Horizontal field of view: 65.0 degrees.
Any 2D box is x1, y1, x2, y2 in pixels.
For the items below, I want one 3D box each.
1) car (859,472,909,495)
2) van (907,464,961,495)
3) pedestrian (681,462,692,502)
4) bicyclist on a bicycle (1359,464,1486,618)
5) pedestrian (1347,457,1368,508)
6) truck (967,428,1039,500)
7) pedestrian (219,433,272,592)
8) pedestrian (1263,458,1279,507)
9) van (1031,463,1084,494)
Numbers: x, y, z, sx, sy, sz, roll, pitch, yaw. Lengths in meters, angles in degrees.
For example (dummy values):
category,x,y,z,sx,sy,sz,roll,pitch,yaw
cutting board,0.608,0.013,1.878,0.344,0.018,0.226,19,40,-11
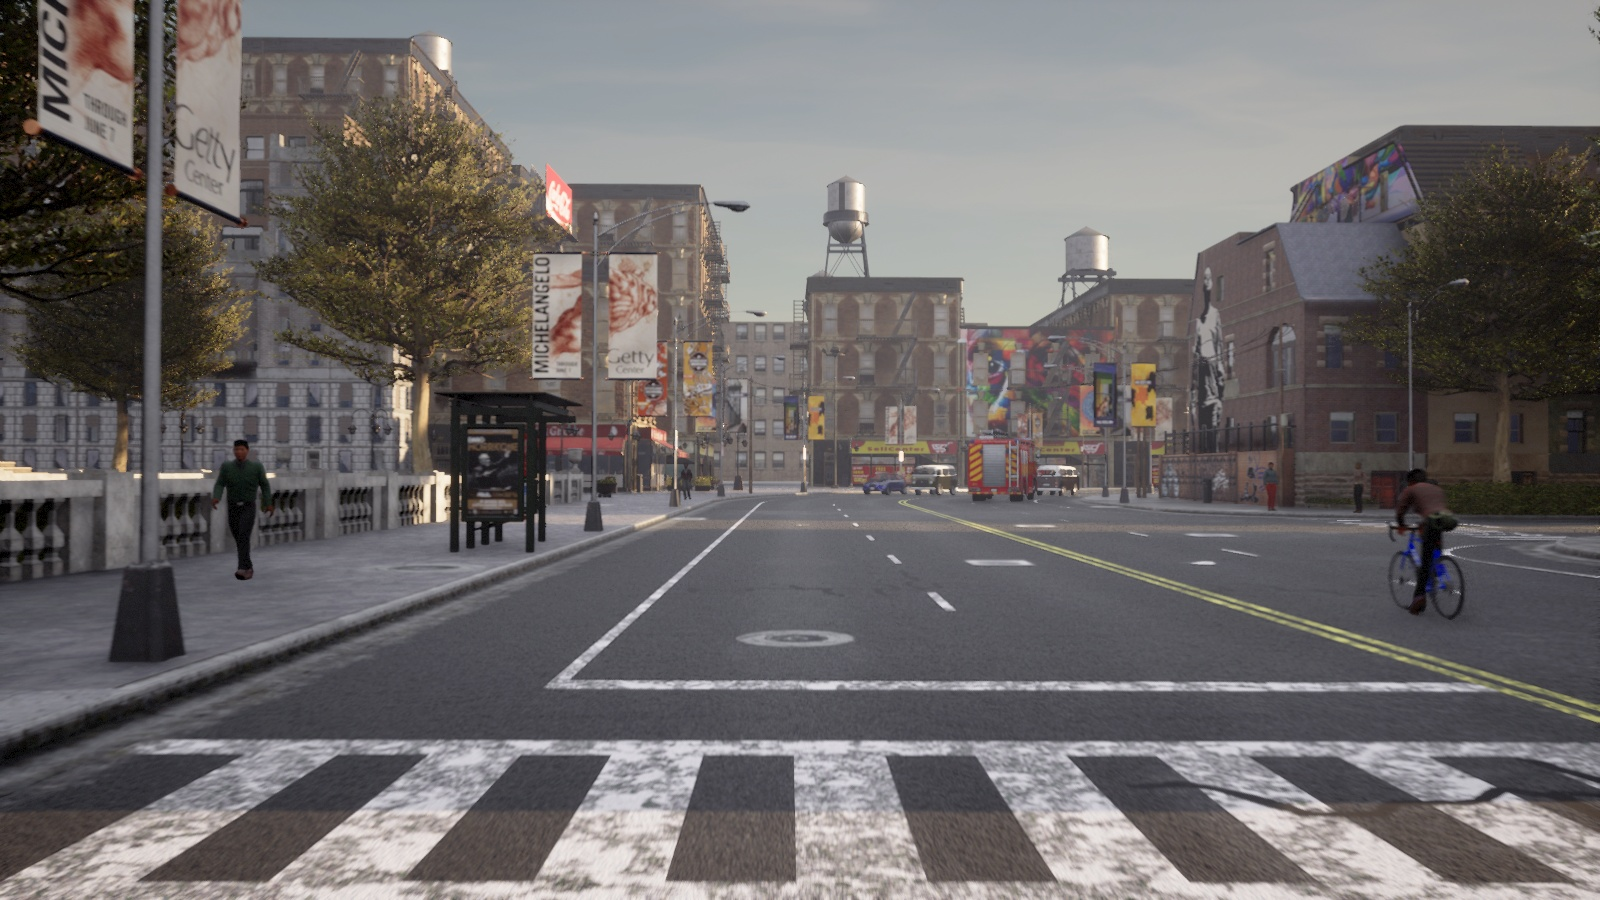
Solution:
category,x,y,z,sx,sy,sz,roll,pitch,yaw
car,5.747,2.266,85.216,1.816,1.474,4.193,-1,-1,28
van,8.981,1.939,83.851,2.069,2.038,4.480,-1,-1,28
pedestrian,-5.511,1.539,61.004,0.402,1.930,0.666,0,-1,2
bicyclist on a bicycle,6.966,0.983,14.140,0.582,1.620,1.656,0,-1,0
pedestrian,20.010,1.164,45.092,0.634,1.846,0.331,0,-1,-20
truck,11.579,0.821,70.999,2.891,3.827,8.468,-1,-1,17
pedestrian,-6.985,0.771,15.837,0.423,1.949,0.788,0,-1,-10
pedestrian,17.706,1.210,47.205,0.353,1.847,0.614,0,-1,3
van,17.358,1.915,84.362,2.069,2.038,4.480,-1,-1,31
